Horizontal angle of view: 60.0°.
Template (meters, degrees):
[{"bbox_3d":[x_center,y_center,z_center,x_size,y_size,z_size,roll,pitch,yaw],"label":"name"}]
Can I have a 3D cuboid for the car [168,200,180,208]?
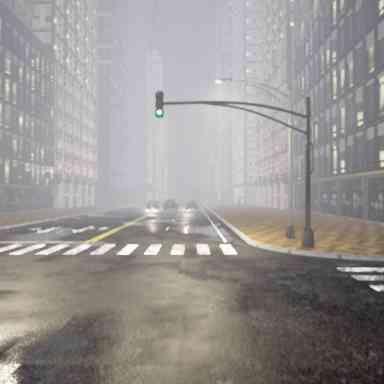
[{"bbox_3d":[-3.277,2.235,61.858,1.895,1.301,4.718,0,-1,0],"label":"car"}]

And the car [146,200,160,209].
[{"bbox_3d":[-6.524,2.055,55.995,2.128,1.511,4.902,0,-1,0],"label":"car"}]

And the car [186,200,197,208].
[{"bbox_3d":[-0.026,2.203,62.246,1.994,1.385,4.181,0,-1,0],"label":"car"}]

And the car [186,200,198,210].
[{"bbox_3d":[-0.022,2.121,52.274,1.895,1.301,4.718,0,-1,0],"label":"car"}]

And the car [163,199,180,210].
[{"bbox_3d":[-3.272,1.867,51.800,2.097,1.767,4.553,0,-1,0],"label":"car"}]
